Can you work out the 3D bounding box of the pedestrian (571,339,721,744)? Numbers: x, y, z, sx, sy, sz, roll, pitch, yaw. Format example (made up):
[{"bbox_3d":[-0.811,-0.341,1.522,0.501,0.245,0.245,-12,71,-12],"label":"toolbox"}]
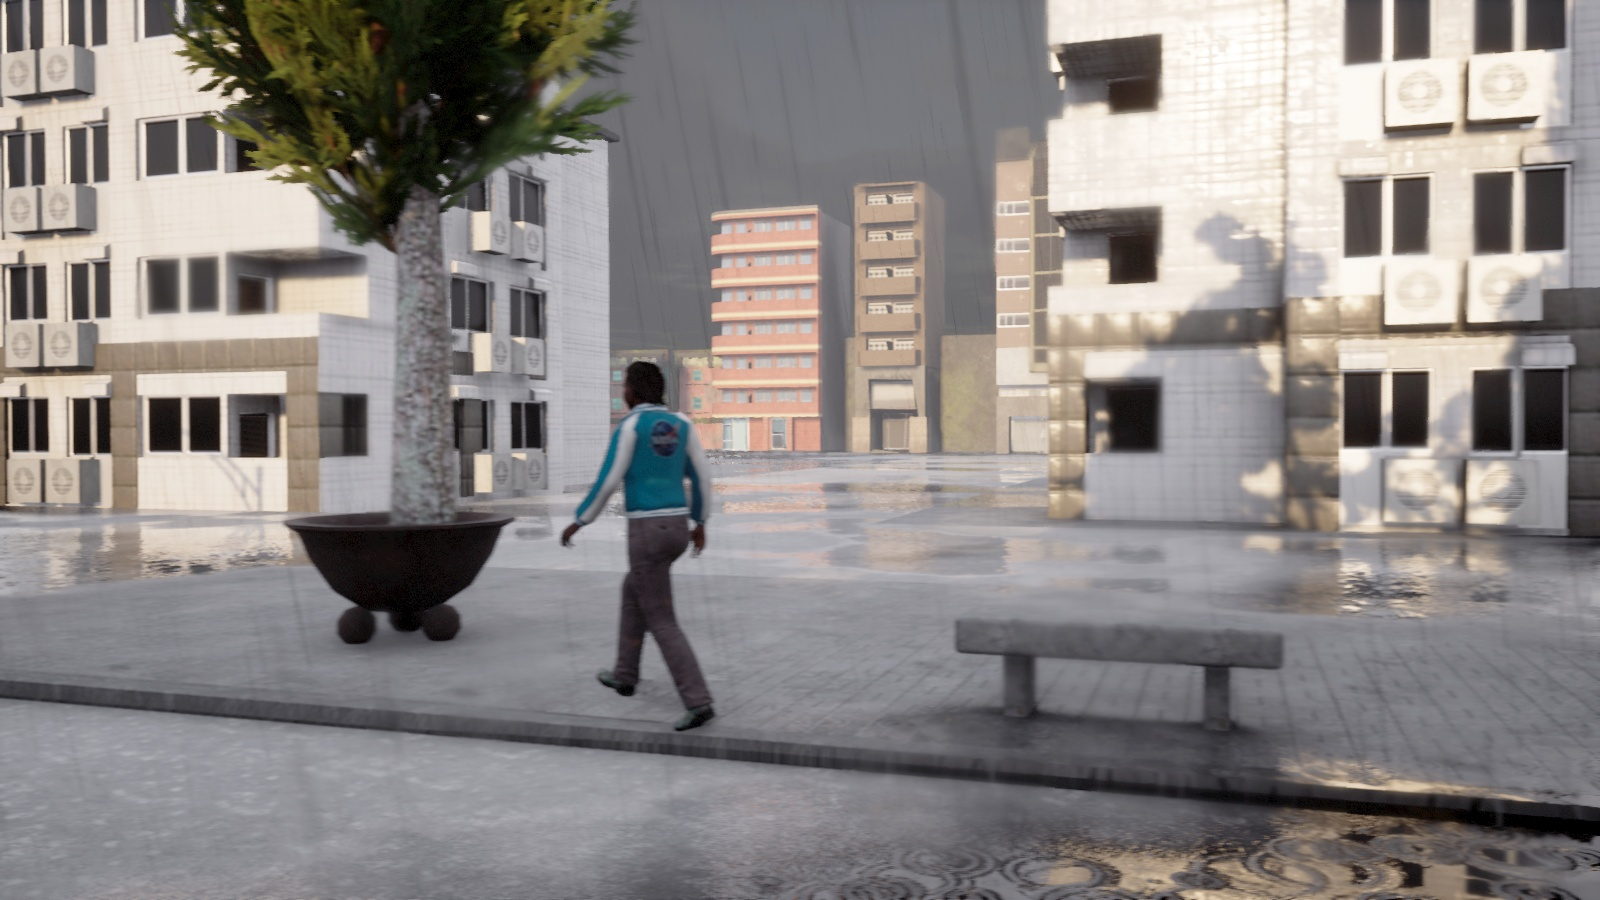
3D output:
[{"bbox_3d":[-0.784,0.432,6.349,0.692,1.930,0.396,1,1,42],"label":"pedestrian"}]
